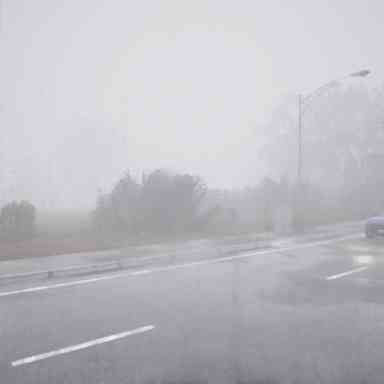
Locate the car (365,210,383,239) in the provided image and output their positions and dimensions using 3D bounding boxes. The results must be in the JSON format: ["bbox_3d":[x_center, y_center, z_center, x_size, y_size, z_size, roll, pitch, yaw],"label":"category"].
[{"bbox_3d":[10.376,1.483,16.483,5.008,1.535,1.882,0,0,-40],"label":"car"}]
